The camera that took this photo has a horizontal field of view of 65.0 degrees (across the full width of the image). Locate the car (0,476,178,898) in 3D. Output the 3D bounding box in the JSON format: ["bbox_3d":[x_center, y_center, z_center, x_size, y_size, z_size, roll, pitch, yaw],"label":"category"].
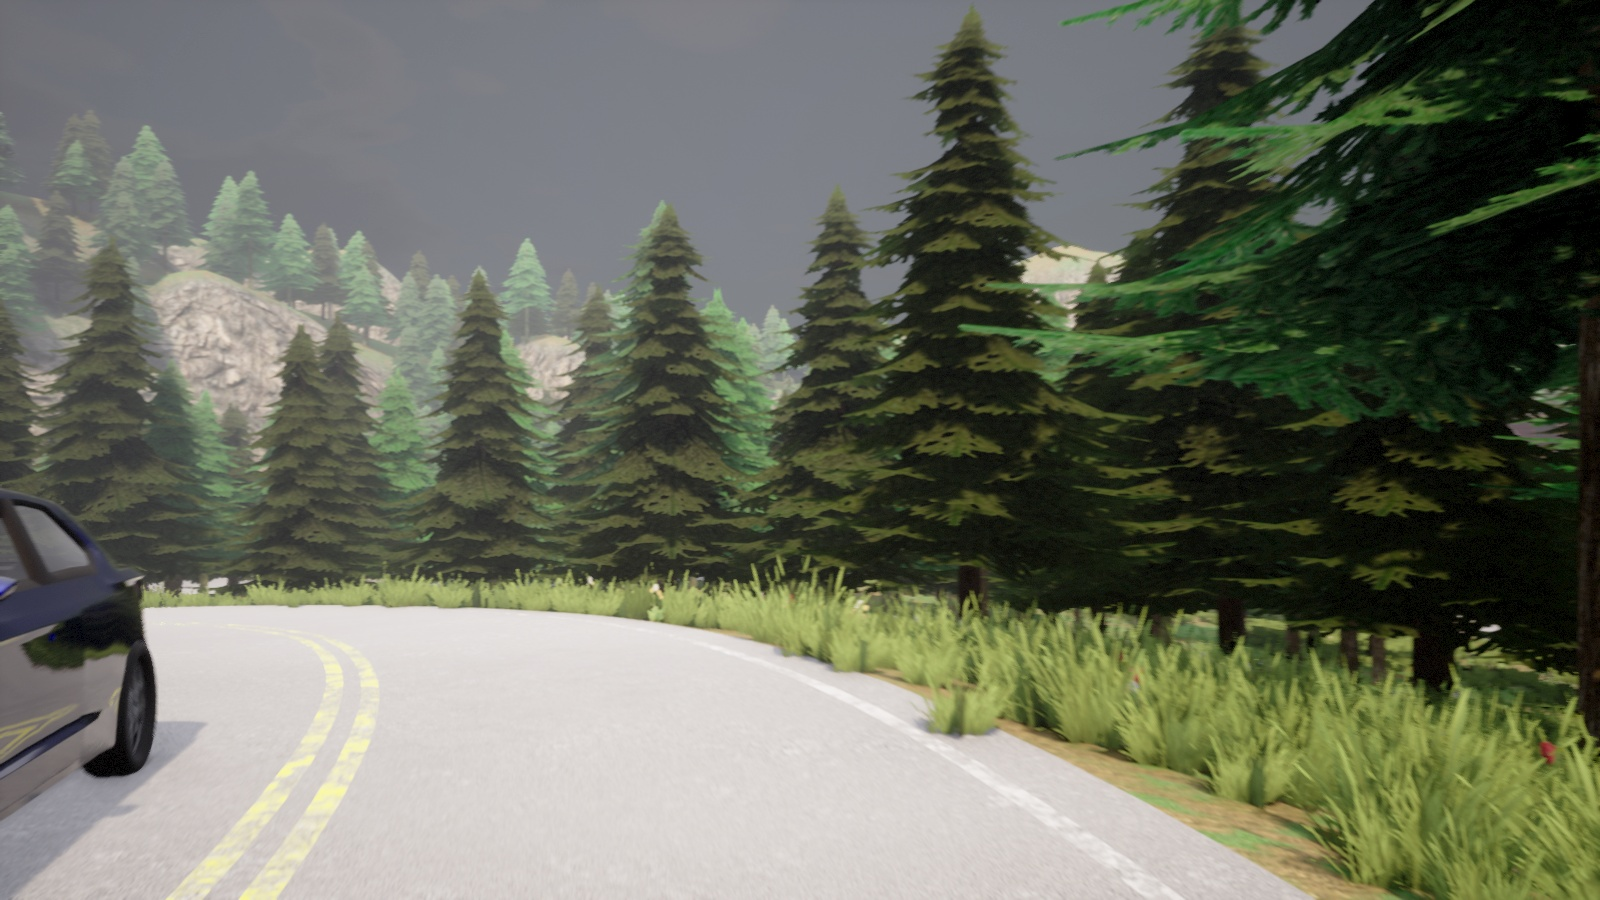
[{"bbox_3d":[-3.773,0.838,4.568,1.816,1.474,4.193,0,-2,-14],"label":"car"}]
